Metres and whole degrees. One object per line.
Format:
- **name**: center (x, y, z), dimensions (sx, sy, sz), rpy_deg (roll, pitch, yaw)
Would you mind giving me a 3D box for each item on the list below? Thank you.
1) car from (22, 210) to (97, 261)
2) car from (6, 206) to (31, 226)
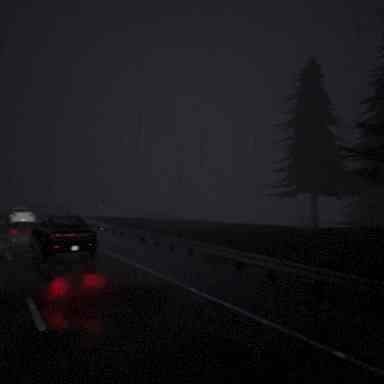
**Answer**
- **car**: center (-5.196, 1.681, 13.169), dimensions (2.128, 1.511, 4.902), rpy_deg (1, -1, -32)
- **car**: center (-13.620, 1.869, 26.402), dimensions (1.812, 1.442, 4.674), rpy_deg (1, -1, -32)
